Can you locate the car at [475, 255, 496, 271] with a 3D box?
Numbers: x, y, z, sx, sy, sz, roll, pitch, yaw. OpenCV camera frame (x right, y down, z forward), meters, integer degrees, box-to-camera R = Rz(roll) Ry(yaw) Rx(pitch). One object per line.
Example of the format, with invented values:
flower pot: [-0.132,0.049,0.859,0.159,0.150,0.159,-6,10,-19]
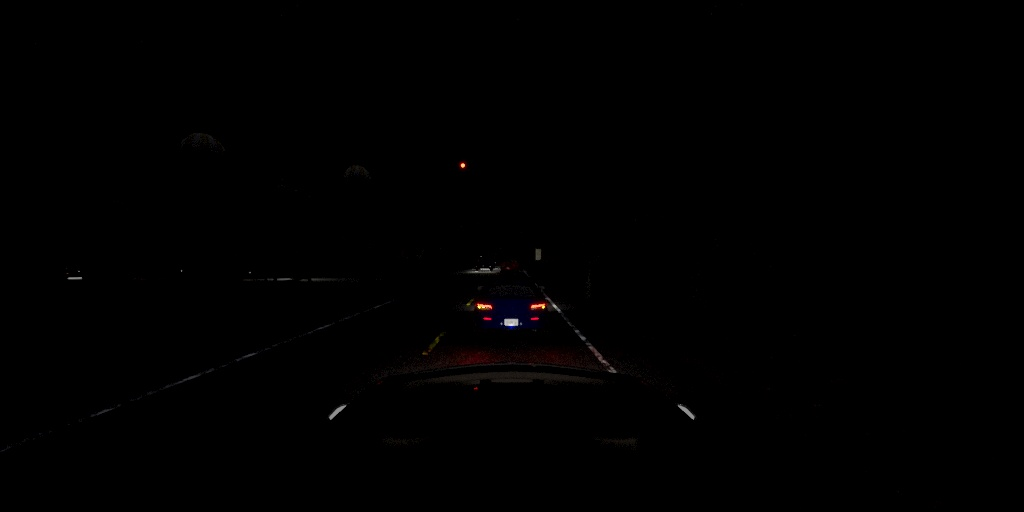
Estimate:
car: [-3.770,0.934,49.782,2.150,2.045,5.566,0,0,0]

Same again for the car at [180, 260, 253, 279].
car: [-23.216,1.038,28.342,4.902,1.511,2.128,1,0,-2]

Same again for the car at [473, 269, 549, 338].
car: [-0.026,1.274,10.086,1.812,1.442,4.674,0,0,0]

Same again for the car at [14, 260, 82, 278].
car: [-36.068,0.989,28.240,4.181,1.385,1.994,1,0,0]

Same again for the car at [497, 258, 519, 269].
car: [-0.237,1.200,42.880,1.882,1.535,5.008,1,0,5]
